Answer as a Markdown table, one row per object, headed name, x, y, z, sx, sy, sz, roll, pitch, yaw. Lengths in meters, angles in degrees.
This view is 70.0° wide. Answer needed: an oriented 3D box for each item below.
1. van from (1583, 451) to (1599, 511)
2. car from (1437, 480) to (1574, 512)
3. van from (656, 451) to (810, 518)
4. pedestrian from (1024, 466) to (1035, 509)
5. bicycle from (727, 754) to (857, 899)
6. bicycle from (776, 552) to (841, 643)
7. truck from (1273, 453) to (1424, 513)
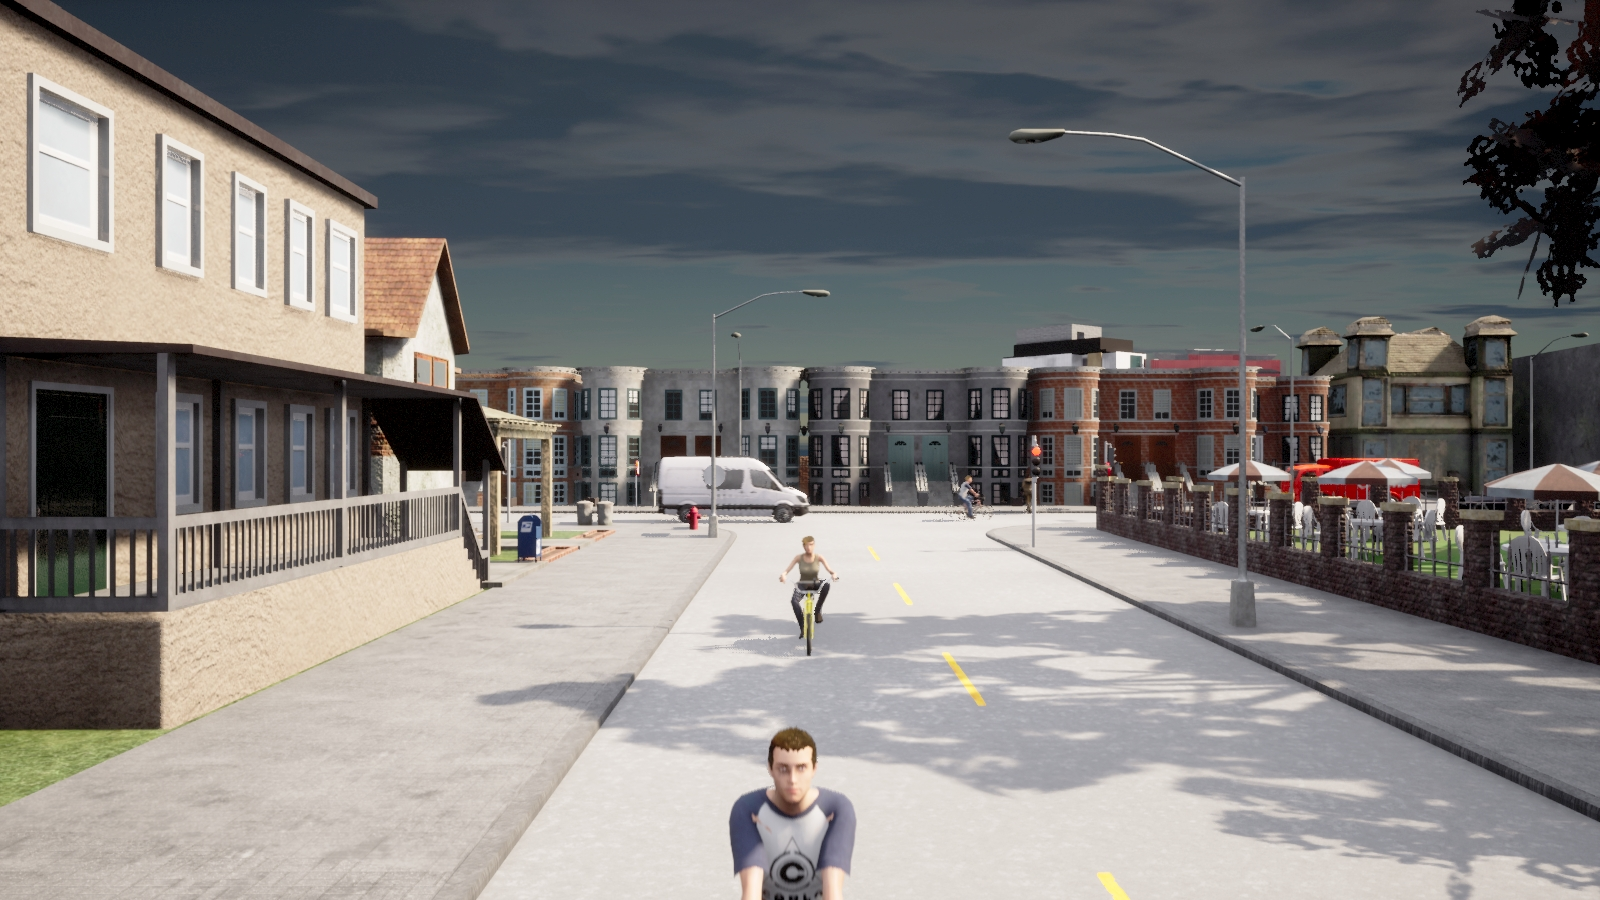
| name | x | y | z | sx | sy | sz | roll | pitch | yaw |
| --- | --- | --- | --- | --- | --- | --- | --- | --- | --- |
| van | 37.194 | 1.334 | 48.909 | 5.915 | 2.561 | 1.988 | 0 | 0 | 1 |
| car | 30.125 | 1.955 | 48.889 | 4.718 | 1.301 | 1.895 | 0 | 0 | 0 |
| van | -2.574 | 1.333 | 44.863 | 5.915 | 2.561 | 1.988 | 0 | 0 | 0 |
| pedestrian | 10.051 | 1.649 | 50.098 | 0.375 | 1.860 | 0.375 | 0 | 0 | -3 |
| bicycle | -0.026 | 1.938 | 4.019 | 0.373 | 1.296 | 1.643 | 0 | 0 | 0 |
| bicycle | 0.127 | 2.043 | 16.076 | 0.859 | 1.080 | 1.487 | 0 | 0 | 1 |
| truck | 23.374 | 1.365 | 48.875 | 5.204 | 2.467 | 2.627 | 0 | 0 | 0 |
